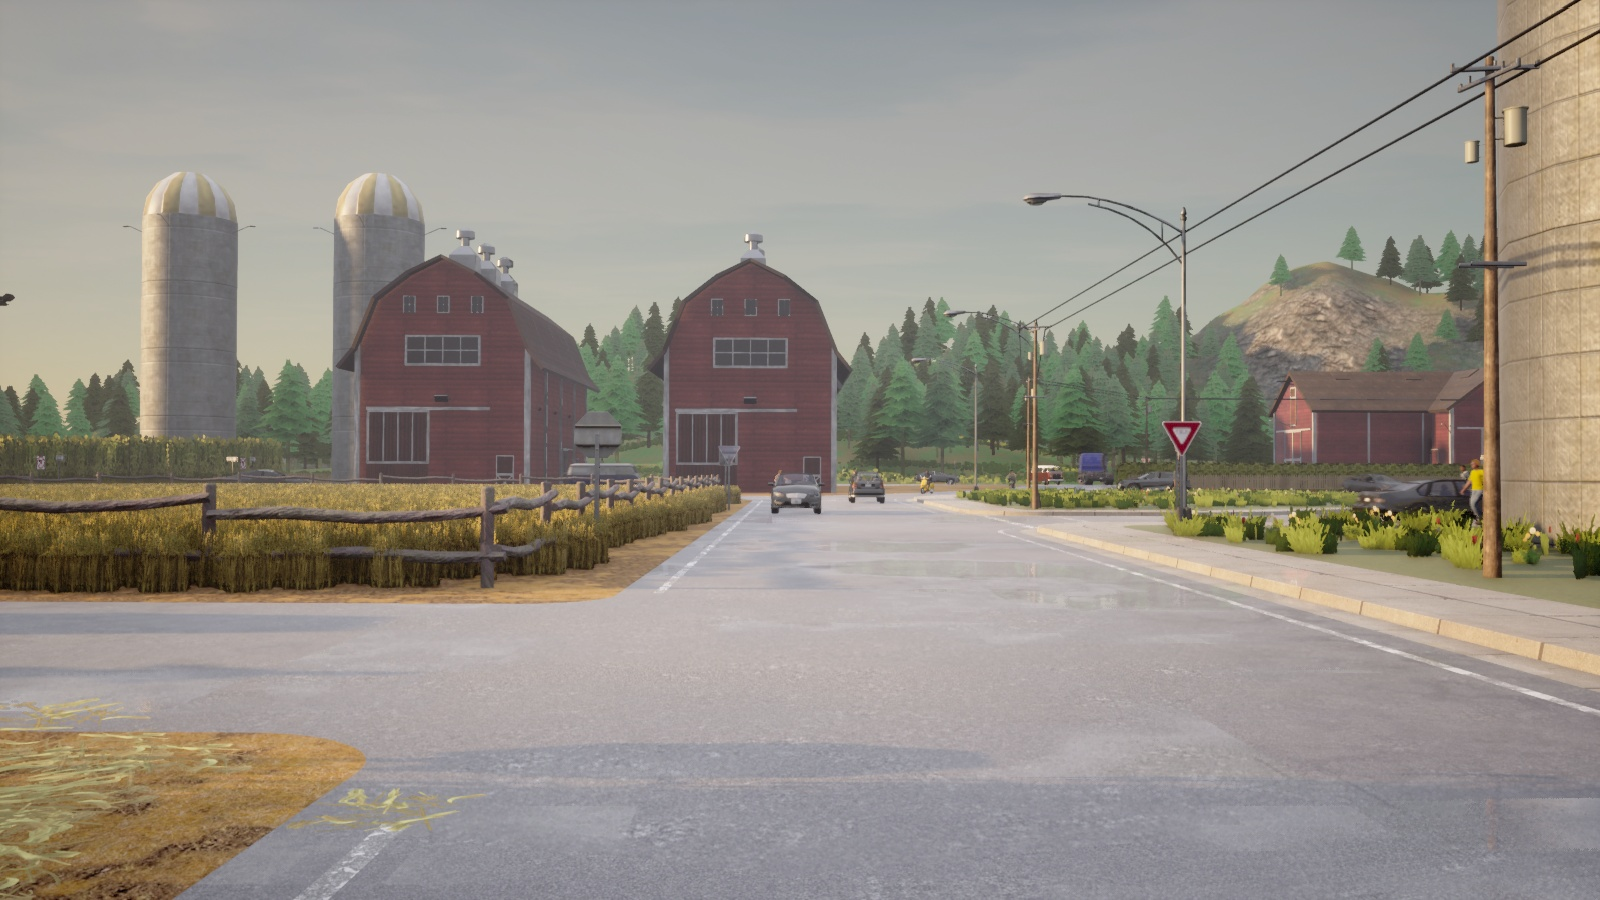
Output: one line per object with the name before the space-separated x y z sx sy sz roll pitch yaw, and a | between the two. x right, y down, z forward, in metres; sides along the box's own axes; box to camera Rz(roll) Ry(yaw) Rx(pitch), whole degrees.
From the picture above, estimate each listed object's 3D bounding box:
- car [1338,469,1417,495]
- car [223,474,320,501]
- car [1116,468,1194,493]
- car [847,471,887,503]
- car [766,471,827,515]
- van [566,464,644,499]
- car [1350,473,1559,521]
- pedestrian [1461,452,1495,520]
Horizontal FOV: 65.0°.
car | 34.130 1.870 74.354 2.007 1.525 4.514 0 -1 -11
car | -30.795 2.170 73.290 4.892 1.490 1.837 0 -1 -8
car | 24.240 2.085 85.906 4.856 1.649 2.033 0 -1 4
car | 3.324 1.831 62.750 1.789 1.549 3.705 0 -1 0
car | -0.124 1.552 46.600 2.128 1.511 4.902 0 -1 0
van | -11.531 1.861 74.424 4.442 1.987 1.775 0 -1 -3
car | 20.004 1.428 38.544 5.357 1.411 2.033 0 -1 -1
pedestrian | 18.406 0.967 34.092 0.706 1.836 0.354 0 -1 -9
